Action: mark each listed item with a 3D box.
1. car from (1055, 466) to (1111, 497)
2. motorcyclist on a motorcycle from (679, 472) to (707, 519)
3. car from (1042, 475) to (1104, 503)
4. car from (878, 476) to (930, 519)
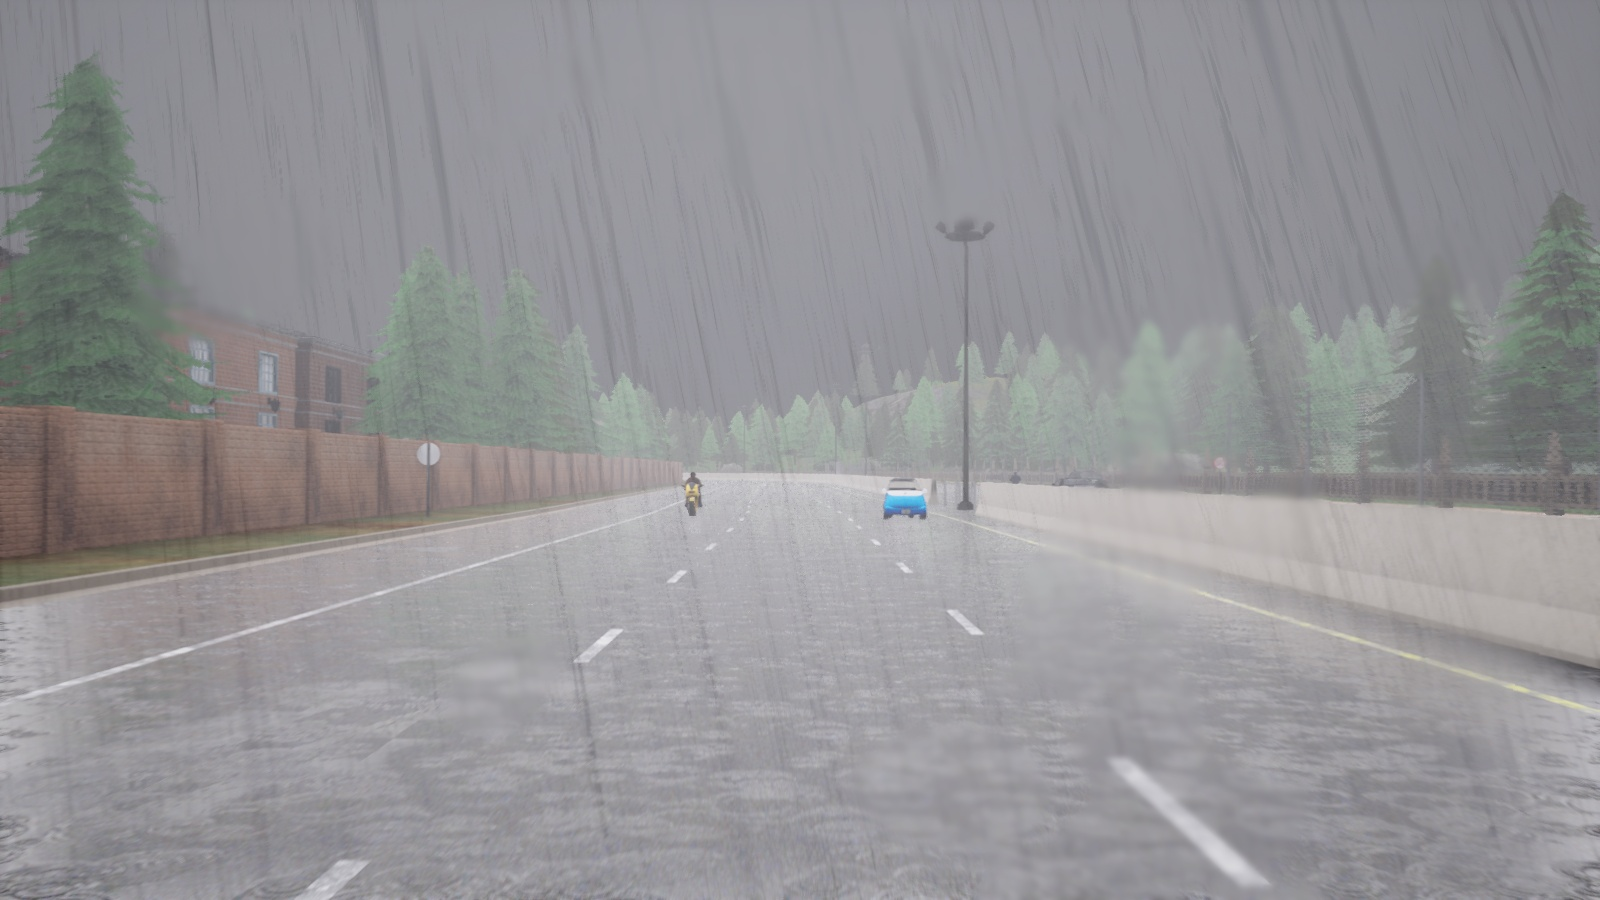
[{"bbox_3d":[16.525,1.837,73.500,2.097,1.767,4.553,0,-1,-1],"label":"car"},{"bbox_3d":[-3.603,1.522,42.487,0.797,1.523,2.044,-1,-1,-1],"label":"motorcyclist on a motorcycle"},{"bbox_3d":[13.335,1.892,61.571,1.895,1.301,4.718,0,-1,-2],"label":"car"},{"bbox_3d":[3.386,1.542,41.050,1.481,1.376,2.207,0,-1,0],"label":"car"}]
